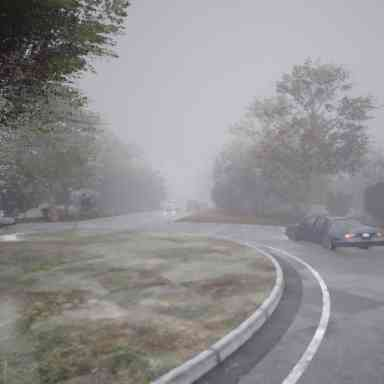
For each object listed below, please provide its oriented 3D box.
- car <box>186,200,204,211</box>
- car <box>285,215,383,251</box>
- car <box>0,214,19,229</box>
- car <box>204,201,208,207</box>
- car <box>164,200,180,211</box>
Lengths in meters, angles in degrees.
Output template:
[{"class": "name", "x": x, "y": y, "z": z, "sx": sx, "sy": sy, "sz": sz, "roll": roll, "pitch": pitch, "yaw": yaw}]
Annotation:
[{"class": "car", "x": 0.345, "y": 2.469, "z": 63.537, "sx": 2.150, "sy": 2.045, "sz": 5.566, "roll": -1, "pitch": -1, "yaw": 9}, {"class": "car", "x": 6.228, "y": 1.765, "z": 15.256, "sx": 2.033, "sy": 1.411, "sz": 5.357, "roll": 0, "pitch": -1, "yaw": -11}, {"class": "car", "x": -16.977, "y": 2.320, "z": 26.699, "sx": 5.357, "sy": 1.411, "sz": 2.033, "roll": 0, "pitch": -1, "yaw": -21}, {"class": "car", "x": 2.612, "y": 2.807, "z": 78.166, "sx": 1.882, "sy": 1.535, "sz": 5.008, "roll": -1, "pitch": -1, "yaw": 9}, {"class": "car", "x": -3.593, "y": 2.478, "z": 61.335, "sx": 2.150, "sy": 2.045, "sz": 5.566, "roll": -1, "pitch": -1, "yaw": 9}]
